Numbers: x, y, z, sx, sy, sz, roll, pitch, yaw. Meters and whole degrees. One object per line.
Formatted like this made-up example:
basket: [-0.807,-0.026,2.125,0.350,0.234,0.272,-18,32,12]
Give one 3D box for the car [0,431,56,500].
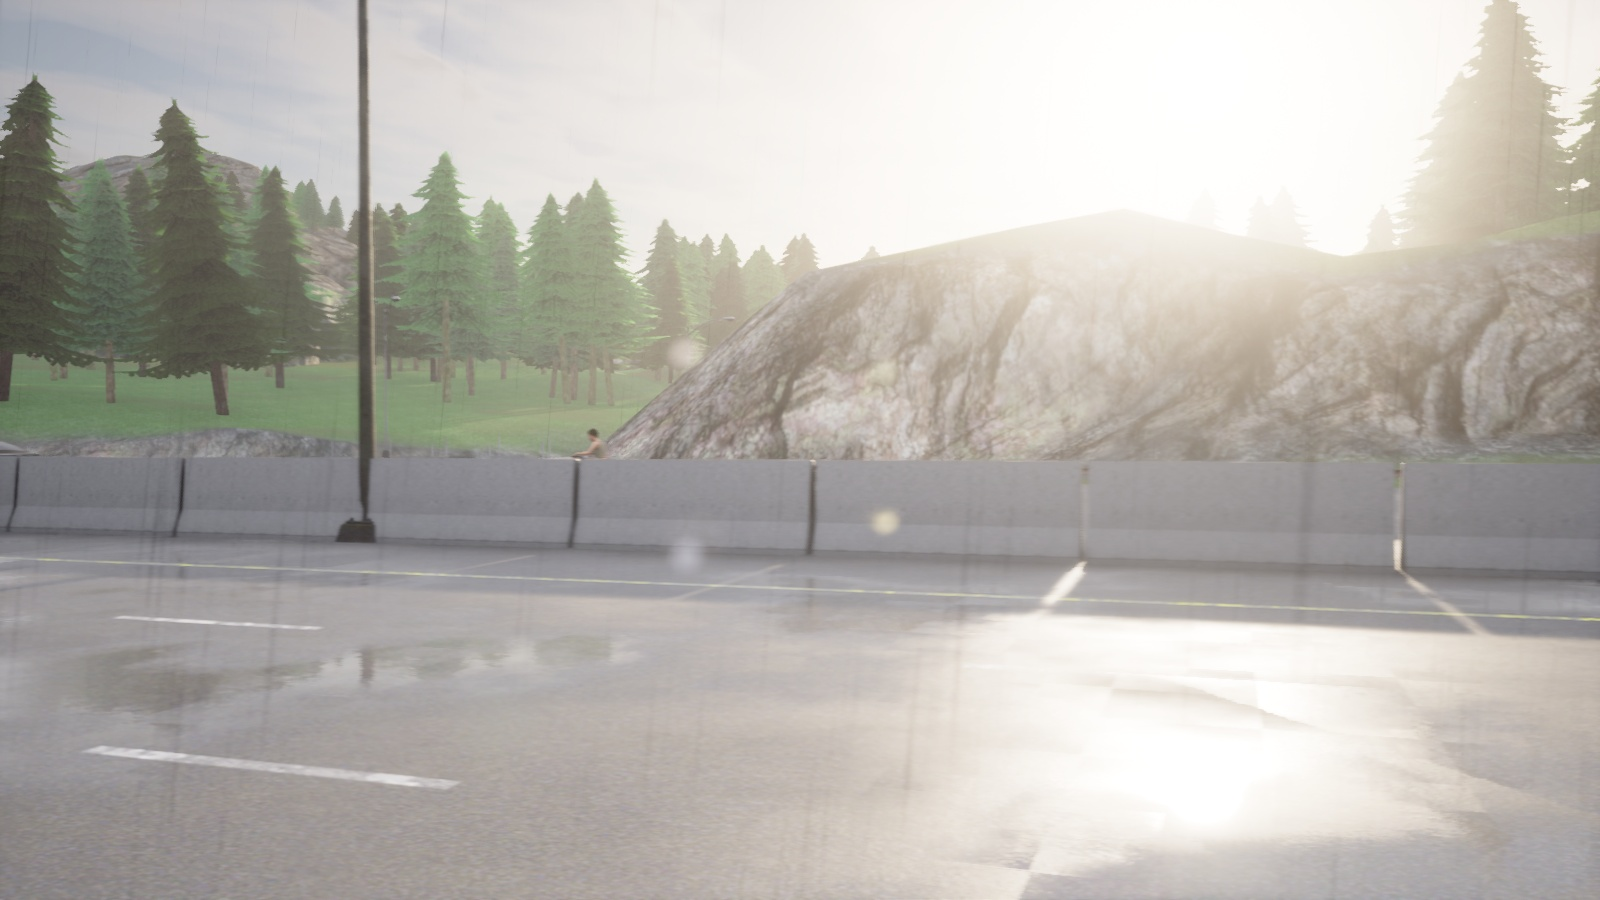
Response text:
car: [-19.346,0.308,28.164,4.892,1.490,1.837,1,1,19]
